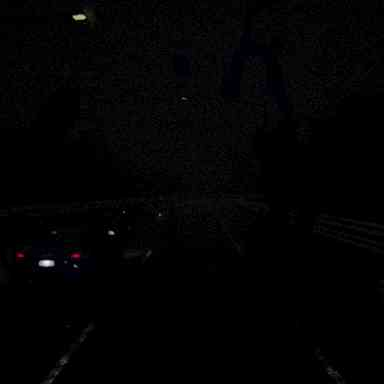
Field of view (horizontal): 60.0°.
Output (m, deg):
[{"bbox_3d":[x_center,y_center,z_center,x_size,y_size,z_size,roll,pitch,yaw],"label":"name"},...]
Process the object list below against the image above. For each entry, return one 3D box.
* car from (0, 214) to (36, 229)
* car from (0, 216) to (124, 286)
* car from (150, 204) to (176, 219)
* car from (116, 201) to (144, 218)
[{"bbox_3d":[-6.744,1.537,12.083,1.882,1.535,5.008,0,0,1],"label":"car"},{"bbox_3d":[-3.291,1.612,9.611,1.994,1.385,4.181,0,0,1],"label":"car"},{"bbox_3d":[-2.576,1.746,30.865,1.895,1.301,4.718,0,0,3],"label":"car"},{"bbox_3d":[-5.995,1.640,32.410,2.128,1.511,4.902,0,0,3],"label":"car"}]
